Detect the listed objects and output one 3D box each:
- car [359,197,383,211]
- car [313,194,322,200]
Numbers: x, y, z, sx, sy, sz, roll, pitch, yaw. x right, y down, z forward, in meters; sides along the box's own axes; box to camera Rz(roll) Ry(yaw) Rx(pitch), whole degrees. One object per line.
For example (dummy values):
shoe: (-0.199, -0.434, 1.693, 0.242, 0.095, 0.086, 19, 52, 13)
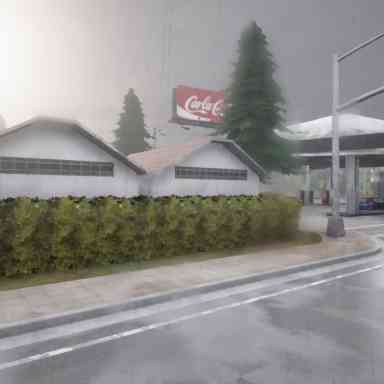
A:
car: (21.881, 1.480, 40.020, 4.611, 1.667, 2.242, 0, 0, -36)
car: (32.997, 1.330, 89.503, 2.152, 1.636, 5.027, 0, 0, -36)
